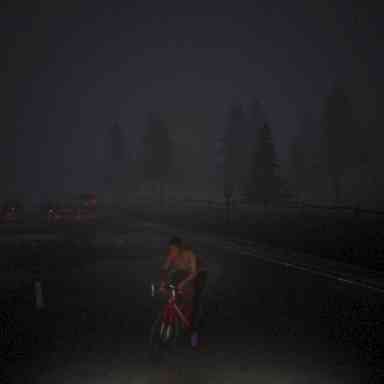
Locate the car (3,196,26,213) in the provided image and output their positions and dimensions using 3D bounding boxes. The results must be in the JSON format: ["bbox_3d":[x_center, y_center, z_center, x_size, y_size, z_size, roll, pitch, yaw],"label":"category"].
[{"bbox_3d":[-19.885,1.505,37.133,1.837,1.490,4.892,0,0,-26],"label":"car"}]

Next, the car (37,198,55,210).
[{"bbox_3d":[-19.037,1.564,43.332,1.994,1.385,4.181,0,0,-27],"label":"car"}]

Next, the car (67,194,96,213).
[{"bbox_3d":[-12.317,1.221,37.468,2.150,2.045,5.566,0,0,-26],"label":"car"}]

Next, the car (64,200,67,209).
[{"bbox_3d":[-16.581,1.526,46.124,1.812,1.442,4.674,0,0,-26],"label":"car"}]

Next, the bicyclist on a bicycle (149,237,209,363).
[{"bbox_3d":[-0.136,1.455,4.866,0.582,1.620,1.656,0,2,30],"label":"bicyclist on a bicycle"}]

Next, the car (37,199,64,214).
[{"bbox_3d":[-15.159,1.601,35.457,1.895,1.301,4.718,0,0,-26],"label":"car"}]
